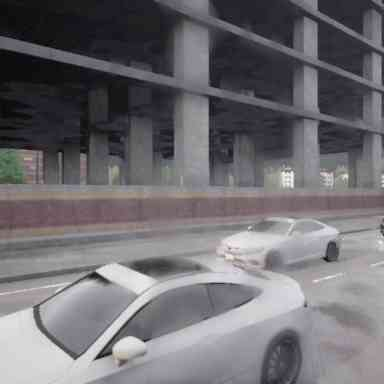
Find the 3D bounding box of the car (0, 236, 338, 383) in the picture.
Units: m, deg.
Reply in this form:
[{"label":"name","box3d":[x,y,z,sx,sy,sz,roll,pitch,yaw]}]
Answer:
[{"label":"car","box3d":[-0.564,1.526,3.595,4.674,1.442,1.812,0,0,-37]}]

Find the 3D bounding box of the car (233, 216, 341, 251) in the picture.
[{"label":"car","box3d":[2.904,1.524,10.532,4.674,1.442,1.812,0,0,-36]}]

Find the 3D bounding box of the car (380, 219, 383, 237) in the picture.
[{"label":"car","box3d":[11.317,1.488,16.771,4.902,1.511,2.128,0,0,-36]}]
